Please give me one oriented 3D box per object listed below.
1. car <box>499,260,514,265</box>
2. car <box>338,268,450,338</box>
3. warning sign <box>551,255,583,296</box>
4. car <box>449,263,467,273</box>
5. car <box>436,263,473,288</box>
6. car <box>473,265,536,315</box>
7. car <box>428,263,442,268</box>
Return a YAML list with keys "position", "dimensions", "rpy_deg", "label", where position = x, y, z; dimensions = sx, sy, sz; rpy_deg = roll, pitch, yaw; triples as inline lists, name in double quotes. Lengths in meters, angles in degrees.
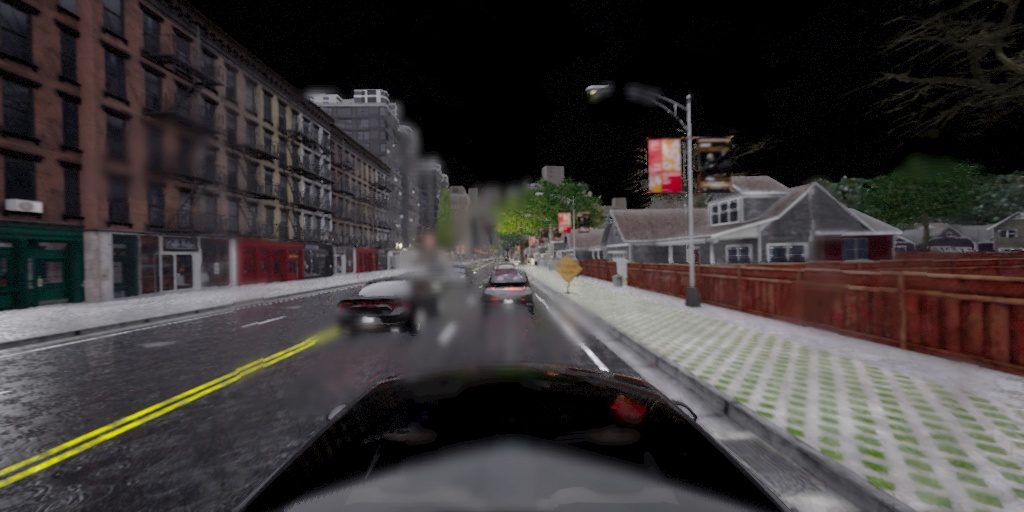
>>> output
- position: [-0.477, 1.340, 30.443]
  dimensions: [1.882, 1.535, 5.008]
  rpy_deg: [-1, 0, -1]
  label: "car"
- position: [-3.321, 1.330, 10.740]
  dimensions: [1.882, 1.535, 5.008]
  rpy_deg: [-1, 0, -1]
  label: "car"
- position: [2.617, 0.867, 16.489]
  dimensions: [1.300, 1.860, 1.060]
  rpy_deg: [0, 0, -1]
  label: "warning sign"
- position: [-7.571, 1.672, 50.329]
  dimensions: [1.895, 1.301, 4.718]
  rpy_deg: [-1, 0, -1]
  label: "car"
- position: [-3.643, 1.458, 25.175]
  dimensions: [2.033, 1.411, 5.357]
  rpy_deg: [-1, 0, -1]
  label: "car"
- position: [-0.121, 1.291, 13.971]
  dimensions: [2.128, 1.511, 4.902]
  rpy_deg: [-1, 0, -1]
  label: "car"
- position: [-10.835, 1.705, 51.339]
  dimensions: [1.994, 1.385, 4.181]
  rpy_deg: [-1, 0, -1]
  label: "car"
